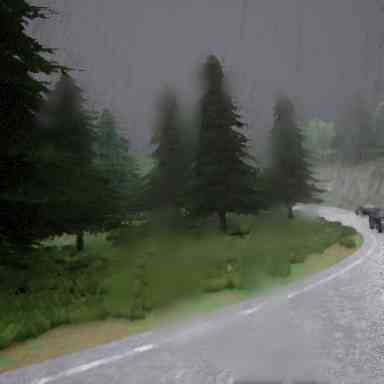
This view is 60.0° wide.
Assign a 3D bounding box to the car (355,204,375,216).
[{"bbox_3d":[22.110,2.312,42.123,1.882,1.535,5.008,-4,-3,13],"label":"car"}]

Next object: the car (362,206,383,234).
[{"bbox_3d":[13.260,1.911,22.471,2.128,1.511,4.902,-3,-3,20],"label":"car"}]
